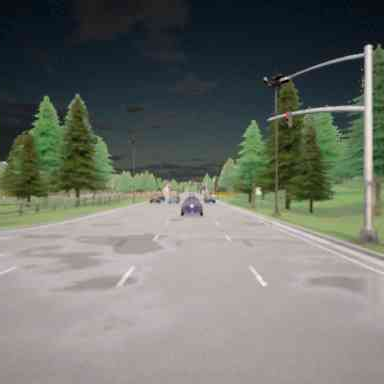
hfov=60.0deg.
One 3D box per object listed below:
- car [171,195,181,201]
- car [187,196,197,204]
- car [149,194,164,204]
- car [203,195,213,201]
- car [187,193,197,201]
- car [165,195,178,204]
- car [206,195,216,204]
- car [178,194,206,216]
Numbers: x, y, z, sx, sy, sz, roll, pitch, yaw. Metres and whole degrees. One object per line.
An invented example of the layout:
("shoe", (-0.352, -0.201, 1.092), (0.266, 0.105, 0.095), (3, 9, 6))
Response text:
("car", (-3.498, 1.312, 73.422), (2.033, 1.411, 5.357), (0, 0, 0))
("car", (0.002, 1.512, 63.385), (1.994, 1.385, 4.181), (0, 0, 0))
("car", (-6.998, 1.474, 63.419), (1.812, 1.442, 4.674), (0, 0, 0))
("car", (3.502, 1.311, 73.422), (2.033, 1.411, 5.357), (0, 0, 0))
("car", (0.002, 1.127, 73.392), (2.097, 1.767, 4.553), (0, 0, 0))
("car", (-3.498, 1.496, 63.002), (2.033, 1.411, 5.357), (0, 0, 0))
("car", (3.502, 1.548, 63.449), (1.895, 1.301, 4.718), (0, 0, 0))
("car", (0.001, 1.326, 32.359), (2.097, 1.767, 4.553), (0, 0, 0))
